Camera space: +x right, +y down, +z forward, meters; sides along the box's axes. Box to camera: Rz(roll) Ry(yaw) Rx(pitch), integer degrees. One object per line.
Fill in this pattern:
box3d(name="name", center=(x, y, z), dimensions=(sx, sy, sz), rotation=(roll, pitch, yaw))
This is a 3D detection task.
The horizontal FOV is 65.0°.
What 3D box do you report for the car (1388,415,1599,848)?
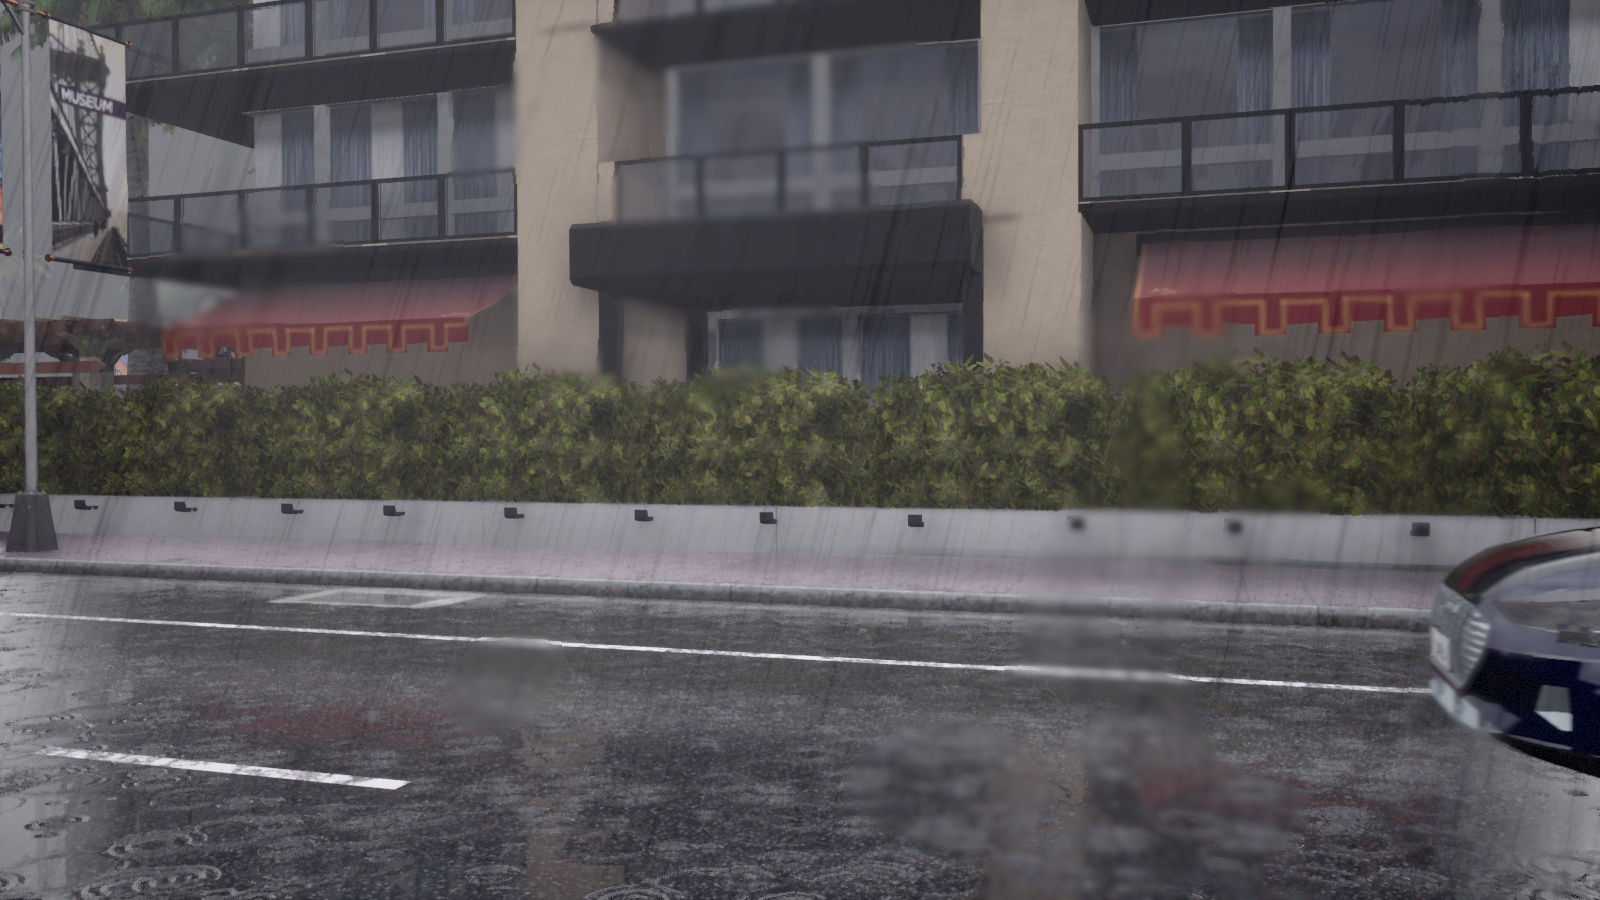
box3d(name="car", center=(5.218, 0.694, 5.141), dimensions=(4.856, 1.649, 2.033), rotation=(1, 1, 18))
